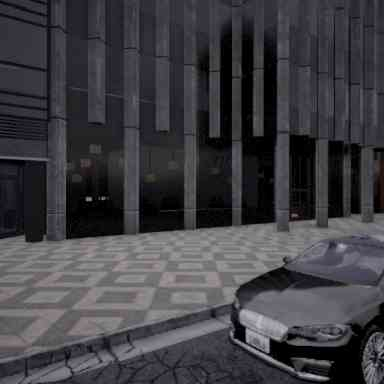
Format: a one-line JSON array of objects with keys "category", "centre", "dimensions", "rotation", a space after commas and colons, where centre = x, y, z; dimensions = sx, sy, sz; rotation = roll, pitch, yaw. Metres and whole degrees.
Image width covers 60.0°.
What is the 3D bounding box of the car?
[{"category": "car", "centre": [2.766, 1.491, 5.352], "dimensions": [4.902, 1.511, 2.128], "rotation": [0, 0, -36]}]
